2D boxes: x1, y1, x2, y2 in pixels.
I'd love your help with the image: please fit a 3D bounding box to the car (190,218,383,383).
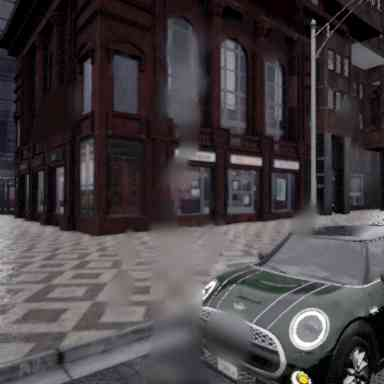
[{"bbox_3d":[2.159,1.355,5.086,4.553,1.767,2.097,0,0,-38],"label":"car"}]
